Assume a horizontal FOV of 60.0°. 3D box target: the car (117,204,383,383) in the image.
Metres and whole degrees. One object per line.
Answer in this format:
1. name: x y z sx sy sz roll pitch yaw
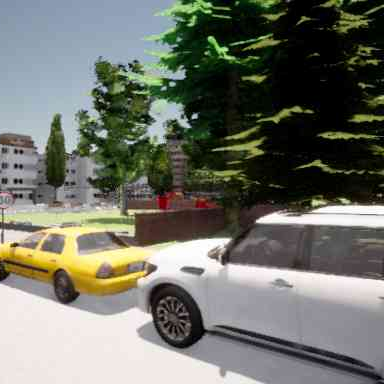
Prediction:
1. car: 1.727 1.218 4.648 5.566 2.045 2.150 0 3 36

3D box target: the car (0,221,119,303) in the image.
1. car: -3.220 1.514 8.317 5.366 1.575 1.801 0 -1 36
